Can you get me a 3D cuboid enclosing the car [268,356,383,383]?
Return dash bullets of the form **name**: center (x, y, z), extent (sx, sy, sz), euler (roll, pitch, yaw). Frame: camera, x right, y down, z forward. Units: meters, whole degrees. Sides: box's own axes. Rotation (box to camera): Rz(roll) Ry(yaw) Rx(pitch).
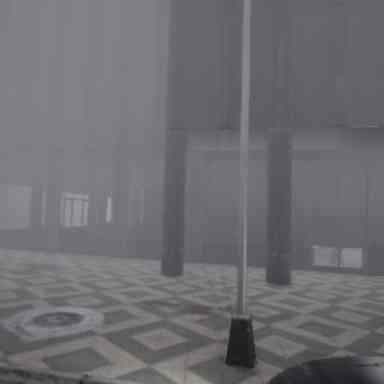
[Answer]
- **car**: center (2.897, 1.789, 2.146), extent (4.892, 1.490, 1.837), euler (2, -4, 12)
